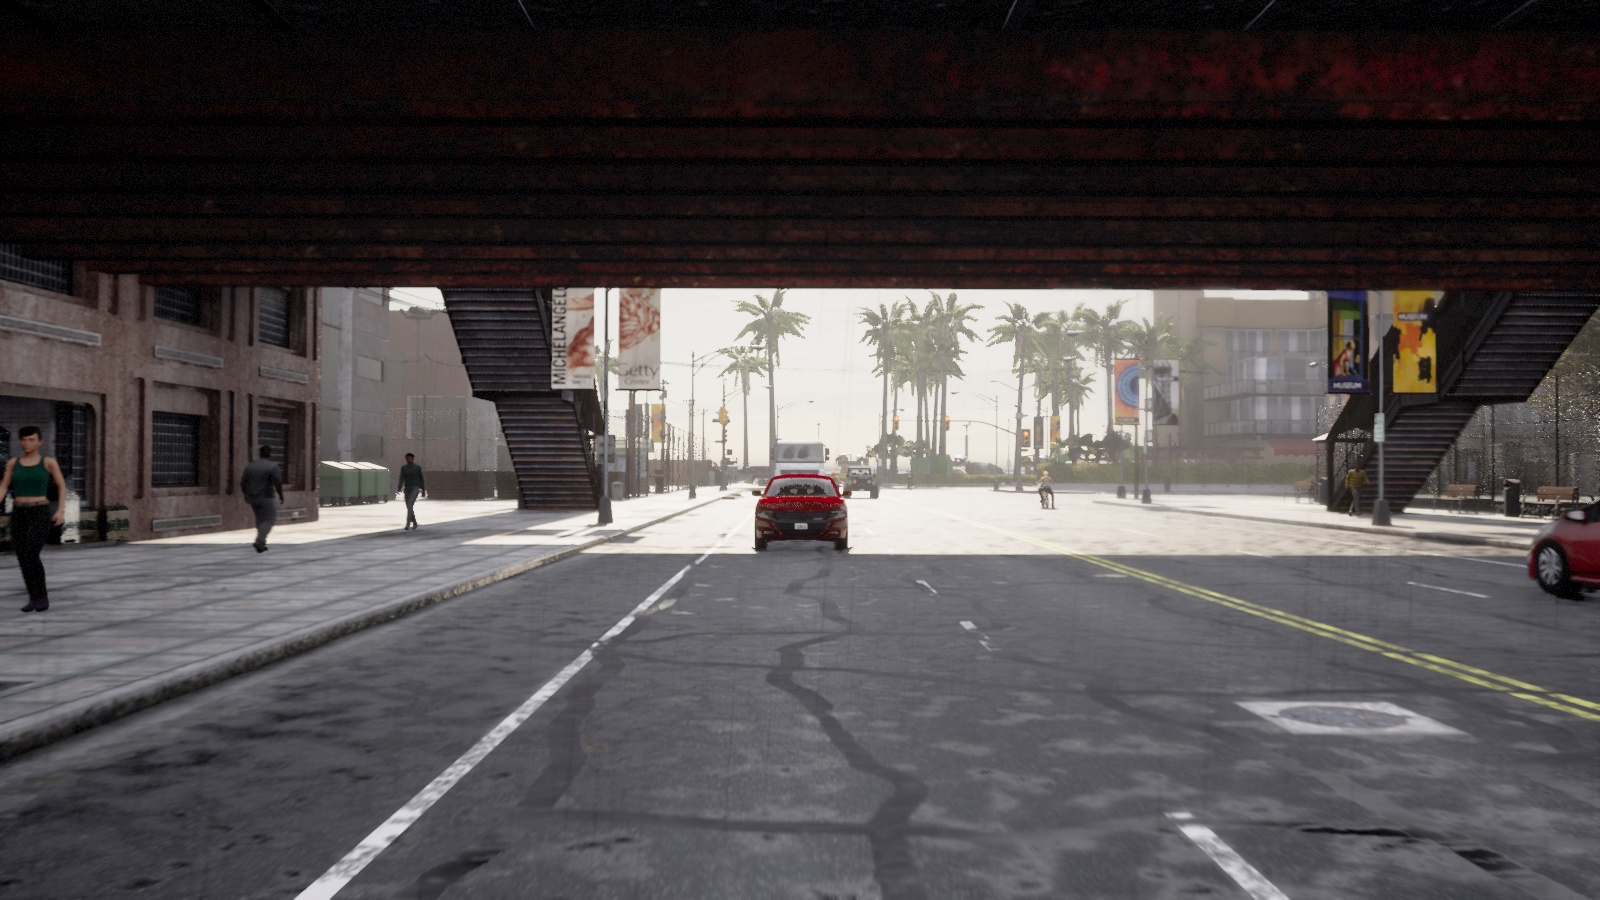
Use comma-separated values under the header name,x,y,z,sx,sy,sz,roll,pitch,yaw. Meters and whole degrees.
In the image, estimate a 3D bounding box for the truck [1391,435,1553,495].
name,x,y,z,sx,sy,sz,roll,pitch,yaw
truck,39.653,0.915,74.297,7.936,3.462,2.891,0,-1,4

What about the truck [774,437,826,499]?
name,x,y,z,sx,sy,sz,roll,pitch,yaw
truck,-0.016,1.077,74.484,2.891,3.462,7.936,0,-1,0

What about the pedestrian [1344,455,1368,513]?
name,x,y,z,sx,sy,sz,roll,pitch,yaw
pedestrian,17.824,1.073,40.264,0.431,1.840,0.709,0,-1,1

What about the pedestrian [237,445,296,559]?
name,x,y,z,sx,sy,sz,roll,pitch,yaw
pedestrian,-8.998,0.862,21.209,0.563,1.883,0.849,0,-1,7

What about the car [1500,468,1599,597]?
name,x,y,z,sx,sy,sz,roll,pitch,yaw
car,10.469,0.965,14.698,2.007,1.525,4.514,0,-1,0

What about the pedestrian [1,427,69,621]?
name,x,y,z,sx,sy,sz,roll,pitch,yaw
pedestrian,-7.455,0.706,12.251,0.345,1.836,0.594,0,-1,-8

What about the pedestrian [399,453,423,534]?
name,x,y,z,sx,sy,sz,roll,pitch,yaw
pedestrian,-8.933,0.989,28.856,0.353,1.847,0.614,0,-1,1

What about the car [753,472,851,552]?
name,x,y,z,sx,sy,sz,roll,pitch,yaw
car,0.045,1.239,26.728,1.882,1.535,5.008,0,-1,0

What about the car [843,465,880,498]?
name,x,y,z,sx,sy,sz,roll,pitch,yaw
car,3.488,1.802,72.188,1.905,1.878,3.866,0,-1,0
